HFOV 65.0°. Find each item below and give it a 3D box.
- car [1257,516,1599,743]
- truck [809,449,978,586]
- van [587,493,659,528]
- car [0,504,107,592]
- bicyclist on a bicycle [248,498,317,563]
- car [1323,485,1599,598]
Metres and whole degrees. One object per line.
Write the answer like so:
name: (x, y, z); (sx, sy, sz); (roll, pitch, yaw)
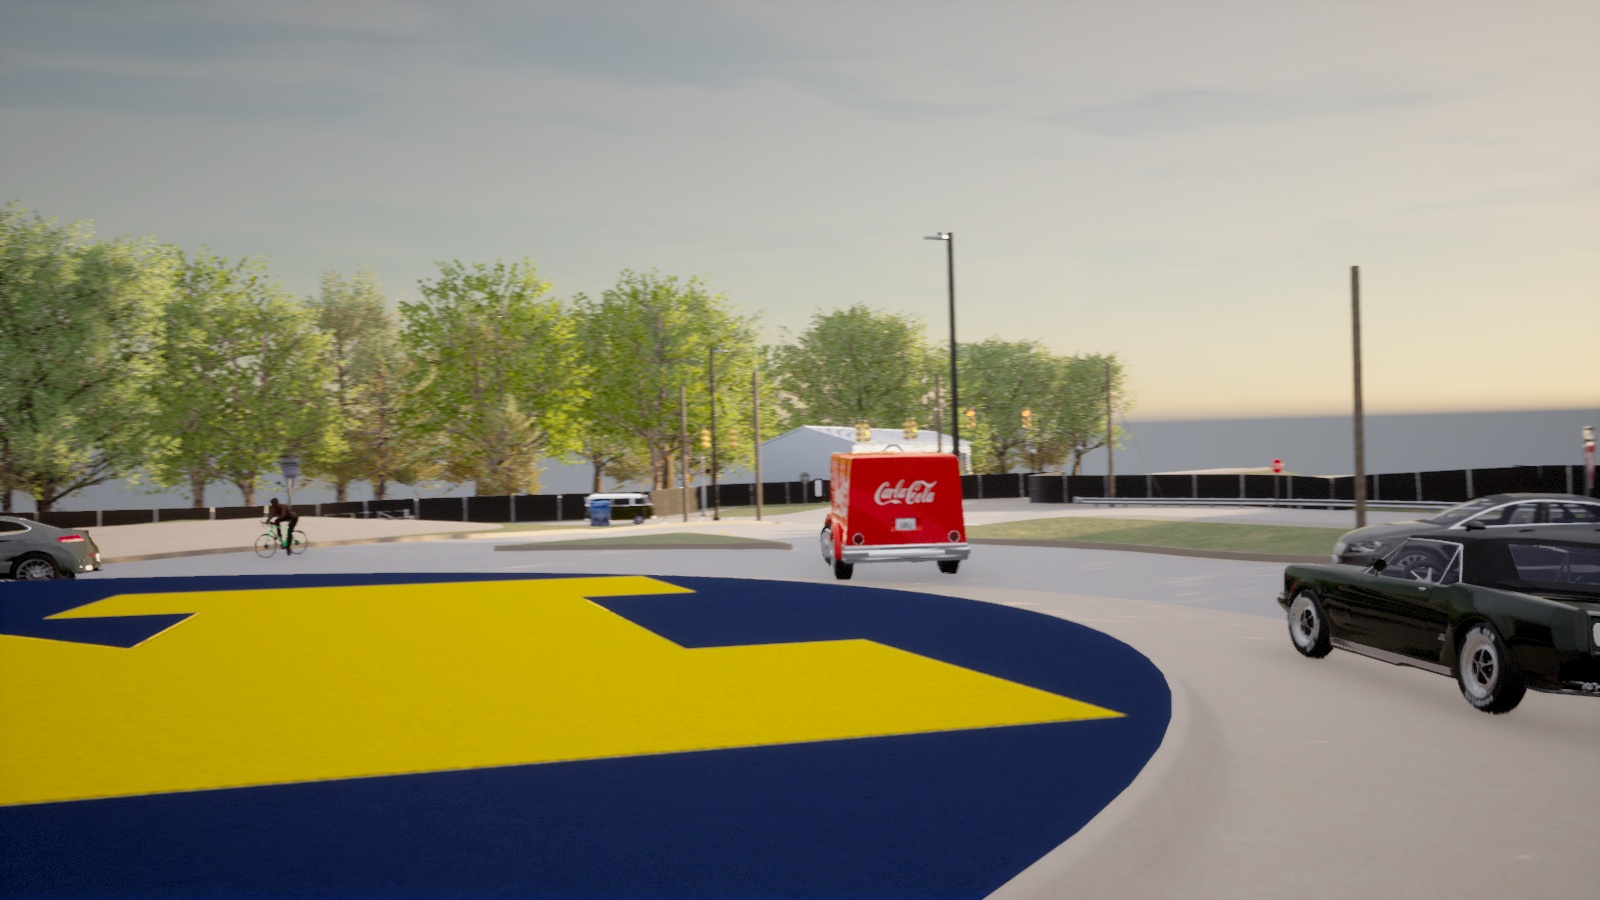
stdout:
car: (5.704, 1.332, 10.393); (1.895, 1.301, 4.718); (5, -2, -2)
truck: (1.790, 1.268, 26.193); (2.627, 2.467, 5.204); (-2, 0, -5)
van: (-11.306, 3.850, 80.480); (4.480, 2.038, 2.069); (-1, 1, -6)
car: (-17.062, 2.104, 25.426); (5.027, 1.651, 2.152); (-2, -4, -21)
bicyclist on a bicycle: (-14.167, 2.177, 34.399); (0.582, 1.620, 1.656); (-1, 1, 32)
car: (10.646, 1.325, 18.770); (4.902, 1.511, 2.128); (-1, 0, 13)
